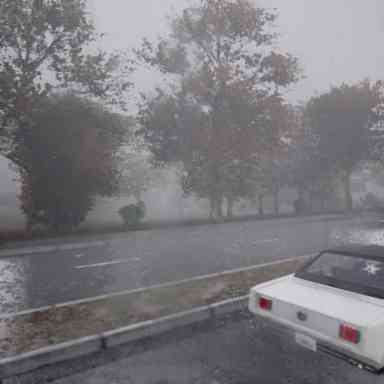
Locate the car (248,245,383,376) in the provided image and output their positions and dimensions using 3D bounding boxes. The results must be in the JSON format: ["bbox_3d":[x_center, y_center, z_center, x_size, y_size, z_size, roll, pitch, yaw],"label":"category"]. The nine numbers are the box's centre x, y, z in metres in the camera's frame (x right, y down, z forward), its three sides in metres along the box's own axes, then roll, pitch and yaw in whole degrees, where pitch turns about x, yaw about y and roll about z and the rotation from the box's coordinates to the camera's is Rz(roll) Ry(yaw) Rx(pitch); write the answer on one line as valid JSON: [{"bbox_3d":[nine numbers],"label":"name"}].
[{"bbox_3d":[3.226,1.550,5.429,4.718,1.301,1.895,-1,0,-35],"label":"car"}]
